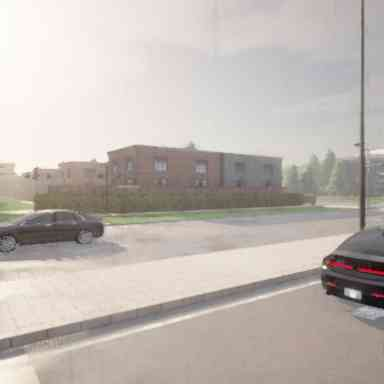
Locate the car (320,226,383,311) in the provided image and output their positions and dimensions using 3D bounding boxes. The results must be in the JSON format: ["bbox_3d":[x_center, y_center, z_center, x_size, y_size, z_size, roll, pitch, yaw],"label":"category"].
[{"bbox_3d":[4.734,1.491,7.122,4.892,1.490,1.837,0,0,-35],"label":"car"}]

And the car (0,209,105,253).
[{"bbox_3d":[-6.090,1.501,13.745,4.892,1.490,1.837,0,0,-35],"label":"car"}]
